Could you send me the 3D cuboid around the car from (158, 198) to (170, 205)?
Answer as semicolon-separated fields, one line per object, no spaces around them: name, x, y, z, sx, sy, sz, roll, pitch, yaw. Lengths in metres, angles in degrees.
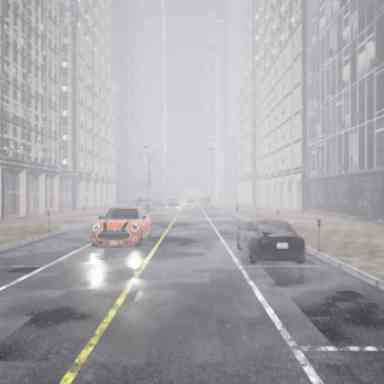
car;-5.780;1.891;68.891;2.008;1.369;4.403;0;0;0

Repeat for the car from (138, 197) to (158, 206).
car;-5.745;1.531;40.400;2.192;1.841;5.009;0;0;0

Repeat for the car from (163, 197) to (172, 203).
car;-5.793;1.909;80.117;1.752;1.417;4.829;0;0;0

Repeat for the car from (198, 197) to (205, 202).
car;2.573;2.004;91.693;1.802;1.307;4.206;0;0;0

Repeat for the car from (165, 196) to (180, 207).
car;-3.131;1.770;57.349;1.882;1.535;5.008;0;0;0

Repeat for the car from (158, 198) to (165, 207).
car;-5.765;1.733;57.494;1.967;1.590;4.097;0;0;0

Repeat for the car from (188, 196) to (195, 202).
car;-0.109;1.815;86.447;1.837;1.490;4.892;0;0;0

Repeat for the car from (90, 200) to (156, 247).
car;-3.118;1.439;15.427;2.097;1.767;4.553;0;0;0

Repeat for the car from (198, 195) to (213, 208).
car;2.284;1.727;52.225;1.801;1.575;5.366;0;0;0

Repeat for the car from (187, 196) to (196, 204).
car;-0.088;1.808;70.049;1.895;1.301;4.718;0;0;0

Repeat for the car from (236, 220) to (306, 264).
car;2.672;1.634;11.915;1.947;1.339;4.313;0;0;0

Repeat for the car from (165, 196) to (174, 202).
car;-5.801;1.844;85.988;1.967;1.590;4.097;0;0;0

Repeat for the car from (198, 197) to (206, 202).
car;2.580;1.955;85.996;2.008;1.369;4.403;0;0;0
